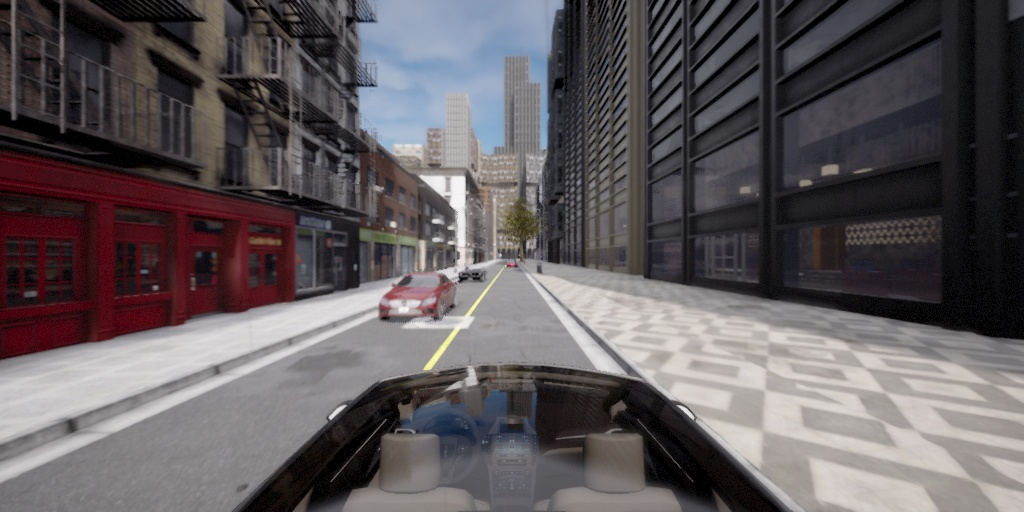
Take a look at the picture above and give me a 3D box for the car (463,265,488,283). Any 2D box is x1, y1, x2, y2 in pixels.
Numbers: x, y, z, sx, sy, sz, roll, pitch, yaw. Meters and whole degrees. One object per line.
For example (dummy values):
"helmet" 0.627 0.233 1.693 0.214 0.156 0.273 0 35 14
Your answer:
"car" -3.043 1.388 28.580 1.895 1.301 4.718 0 0 1

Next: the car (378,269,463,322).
"car" -3.063 1.286 12.538 1.812 1.442 4.674 0 0 0
